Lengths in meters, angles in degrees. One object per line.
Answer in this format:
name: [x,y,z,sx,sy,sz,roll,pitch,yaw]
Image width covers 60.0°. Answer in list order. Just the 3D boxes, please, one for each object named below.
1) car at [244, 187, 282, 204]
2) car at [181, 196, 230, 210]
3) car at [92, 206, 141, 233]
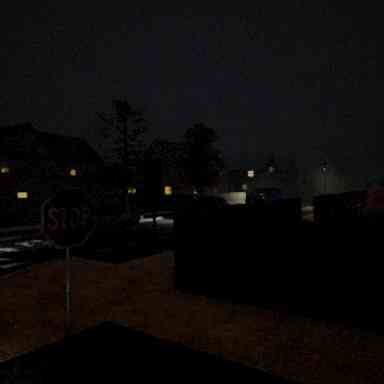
car: [7.245,0.536,33.415,2.150,2.045,5.566,-1,1,35]
car: [1.049,1.074,24.778,1.837,1.490,4.892,-1,1,36]
car: [-4.842,1.413,16.564,1.895,1.301,4.718,-1,1,36]
